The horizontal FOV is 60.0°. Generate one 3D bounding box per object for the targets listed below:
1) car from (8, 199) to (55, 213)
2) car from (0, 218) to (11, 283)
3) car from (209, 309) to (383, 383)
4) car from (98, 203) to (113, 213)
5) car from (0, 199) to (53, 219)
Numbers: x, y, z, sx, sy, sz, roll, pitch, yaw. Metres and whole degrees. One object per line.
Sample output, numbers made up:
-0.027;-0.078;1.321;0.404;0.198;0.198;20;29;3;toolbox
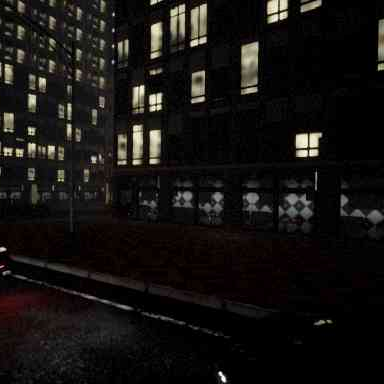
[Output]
-19.183;1.641;39.931;1.752;1.417;4.829;1;0;36;car
-6.376;1.487;8.203;4.902;1.511;2.128;0;0;36;car
2.356;1.492;2.002;4.902;1.511;2.128;0;0;35;car
-8.888;1.828;39.783;1.752;1.417;4.829;1;0;36;car
-15.671;1.517;30.561;2.192;1.841;5.009;1;0;36;car
